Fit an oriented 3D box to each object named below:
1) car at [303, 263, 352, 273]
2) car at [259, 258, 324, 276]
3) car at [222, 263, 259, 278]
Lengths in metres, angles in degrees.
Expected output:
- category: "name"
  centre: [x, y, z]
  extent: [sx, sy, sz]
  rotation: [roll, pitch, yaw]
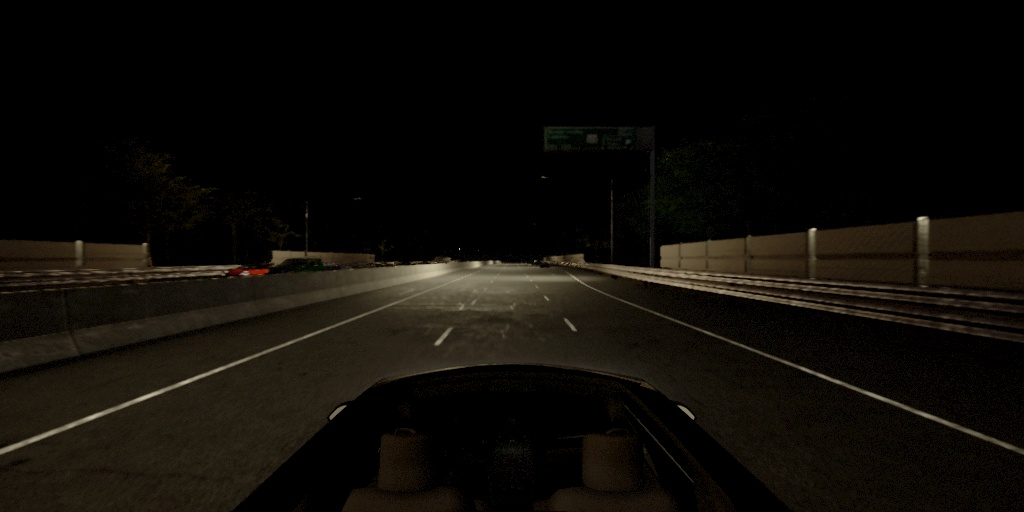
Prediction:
- category: "car"
  centre: [-14.083, 1.529, 28.950]
  extent: [2.033, 1.411, 5.357]
  rotation: [0, -1, 0]
- category: "car"
  centre: [-17.578, 1.209, 29.479]
  extent: [2.150, 2.045, 5.566]
  rotation: [0, -1, 0]
- category: "car"
  centre: [-21.078, 1.335, 29.193]
  extent: [2.097, 1.767, 4.553]
  rotation: [0, 0, 0]
